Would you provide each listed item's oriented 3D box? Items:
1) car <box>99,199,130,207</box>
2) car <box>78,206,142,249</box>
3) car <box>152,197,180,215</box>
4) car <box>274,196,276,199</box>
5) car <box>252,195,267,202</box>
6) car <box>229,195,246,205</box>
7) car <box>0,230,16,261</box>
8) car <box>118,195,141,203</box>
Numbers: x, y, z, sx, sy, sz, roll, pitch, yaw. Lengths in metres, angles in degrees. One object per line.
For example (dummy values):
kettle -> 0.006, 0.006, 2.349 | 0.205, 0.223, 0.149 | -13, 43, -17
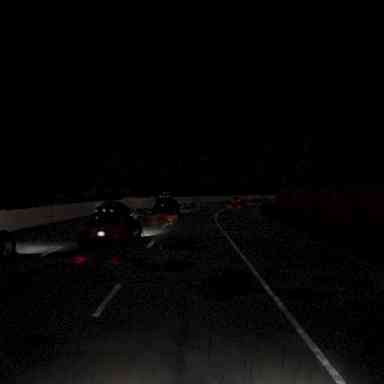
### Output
car -> -6.594, 1.491, 28.097 | 2.033, 1.411, 5.357 | 0, 0, 4
car -> -3.401, 1.535, 14.447 | 1.994, 1.385, 4.181 | 0, 0, 0
car -> -2.509, 1.285, 33.210 | 2.097, 1.767, 4.553 | 0, 0, 7
car -> 21.646, 1.292, 79.823 | 1.895, 1.301, 4.718 | 0, 0, 42
car -> 14.232, 1.283, 69.917 | 1.812, 1.442, 4.674 | 0, 0, 33
car -> 7.553, 1.346, 54.231 | 1.801, 1.575, 5.366 | 0, 0, 22
car -> -6.899, 1.486, 9.344 | 1.837, 1.490, 4.892 | 0, 0, 0
car -> -12.088, 1.346, 64.726 | 1.882, 1.535, 5.008 | 0, 0, 22
